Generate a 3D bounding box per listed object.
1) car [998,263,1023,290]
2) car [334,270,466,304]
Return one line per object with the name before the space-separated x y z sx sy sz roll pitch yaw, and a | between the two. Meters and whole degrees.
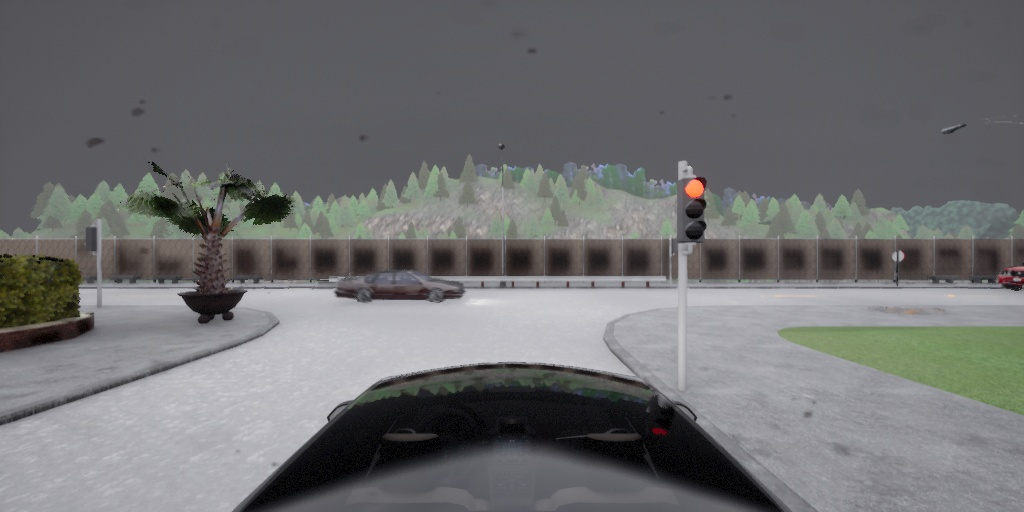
car | 30.680 0.959 19.806 5.566 2.045 2.150 0 0 0
car | -4.776 1.312 15.668 5.357 1.411 2.033 0 0 0
